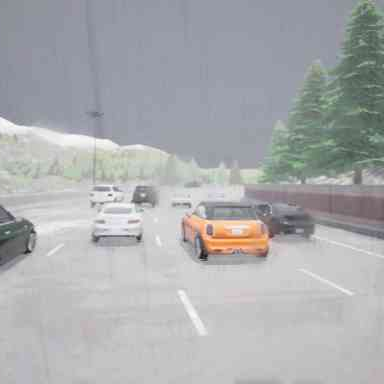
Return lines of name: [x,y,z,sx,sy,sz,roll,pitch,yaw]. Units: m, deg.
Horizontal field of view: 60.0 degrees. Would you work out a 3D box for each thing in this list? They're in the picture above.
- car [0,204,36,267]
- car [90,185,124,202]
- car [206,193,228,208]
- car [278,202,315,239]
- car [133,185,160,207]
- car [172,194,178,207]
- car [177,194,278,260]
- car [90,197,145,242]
car: [-5.676,1.053,8.652,2.097,1.767,4.553,1,1,-11]
car: [-7.941,0.354,31.378,2.150,2.045,5.566,1,1,-1]
car: [2.521,0.828,34.642,1.895,1.301,4.718,1,1,0]
car: [3.850,1.203,15.404,1.837,1.490,4.892,1,1,-9]
car: [-4.462,0.379,32.737,2.150,2.045,5.566,1,1,-1]
car: [-0.975,0.802,33.309,1.895,1.301,4.718,1,1,-1]
car: [0.926,1.093,11.545,2.097,1.767,4.553,1,1,-10]
car: [-3.007,1.147,13.939,1.812,1.442,4.674,1,1,-9]
